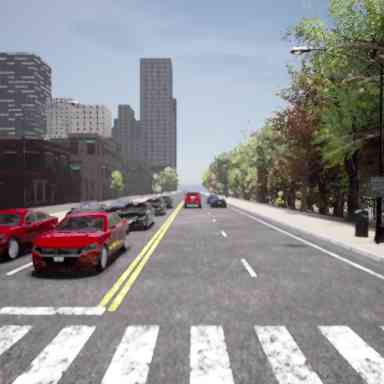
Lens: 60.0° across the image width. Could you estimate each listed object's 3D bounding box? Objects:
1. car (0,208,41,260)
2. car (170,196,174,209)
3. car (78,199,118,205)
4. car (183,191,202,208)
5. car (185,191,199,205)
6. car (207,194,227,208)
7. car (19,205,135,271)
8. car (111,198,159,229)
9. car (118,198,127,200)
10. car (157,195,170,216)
[{"bbox_3d":[-6.602,1.389,12.234,1.882,1.535,5.008,0,0,0],"label":"car"},{"bbox_3d":[-3.303,1.186,40.627,1.882,1.535,5.008,0,0,1],"label":"car"},{"bbox_3d":[-6.602,1.336,21.656,2.128,1.511,4.902,0,0,0],"label":"car"},{"bbox_3d":[0.096,0.921,41.788,2.150,2.045,5.566,0,0,0],"label":"car"},{"bbox_3d":[-0.001,0.844,52.324,2.150,2.045,5.566,0,0,0],"label":"car"},{"bbox_3d":[3.351,1.258,42.481,1.994,1.385,4.181,0,0,0],"label":"car"},{"bbox_3d":[-3.350,1.399,10.855,1.882,1.535,5.008,0,0,0],"label":"car"},{"bbox_3d":[-3.352,1.358,20.345,1.837,1.490,4.892,0,0,0],"label":"car"},{"bbox_3d":[-6.594,1.317,32.086,2.033,1.411,5.357,0,0,0],"label":"car"},{"bbox_3d":[-3.342,1.290,29.845,1.837,1.490,4.892,0,1,0],"label":"car"}]
